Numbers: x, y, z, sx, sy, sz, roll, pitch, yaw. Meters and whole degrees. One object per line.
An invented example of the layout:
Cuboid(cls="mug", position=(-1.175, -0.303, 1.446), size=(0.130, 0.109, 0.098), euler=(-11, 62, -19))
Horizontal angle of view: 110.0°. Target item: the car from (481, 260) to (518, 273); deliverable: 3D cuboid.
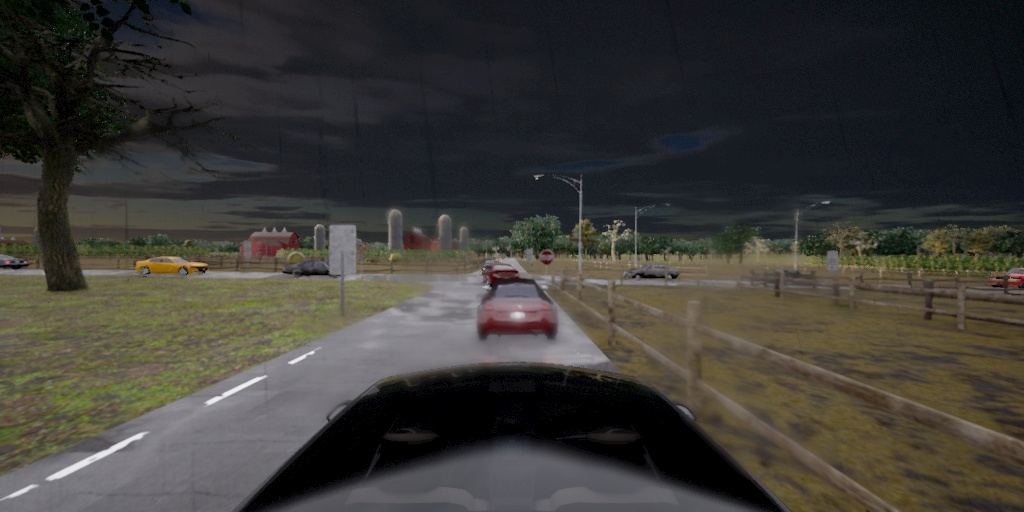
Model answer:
Cuboid(cls="car", position=(-0.914, 1.232, 24.605), size=(1.882, 1.535, 5.008), euler=(0, 0, -14))

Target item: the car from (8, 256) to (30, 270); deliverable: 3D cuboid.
Cuboid(cls="car", position=(-47.402, 0.563, 32.525), size=(5.357, 1.411, 2.033), euler=(1, 1, 0))

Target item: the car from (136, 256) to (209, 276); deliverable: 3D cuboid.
Cuboid(cls="car", position=(-28.065, 0.805, 29.734), size=(5.008, 1.535, 1.882), euler=(1, 1, -1))

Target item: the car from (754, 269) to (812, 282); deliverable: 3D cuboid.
Cuboid(cls="car", position=(24.660, 1.872, 32.996), size=(4.718, 1.301, 1.895), euler=(1, 1, 0))

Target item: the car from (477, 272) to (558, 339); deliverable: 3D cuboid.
Cuboid(cls="car", position=(0.105, 1.317, 10.128), size=(1.994, 1.385, 4.181), euler=(0, 0, -1))

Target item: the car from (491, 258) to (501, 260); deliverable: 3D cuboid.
Cuboid(cls="car", position=(-2.805, 1.250, 47.132), size=(1.837, 1.490, 4.892), euler=(0, 0, -1))

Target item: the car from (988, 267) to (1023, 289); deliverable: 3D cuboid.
Cuboid(cls="car", position=(47.675, 2.085, 33.040), size=(5.566, 2.045, 2.150), euler=(2, 1, 0))

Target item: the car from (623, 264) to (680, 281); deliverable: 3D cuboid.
Cuboid(cls="car", position=(12.753, 1.503, 32.923), size=(4.902, 1.511, 2.128), euler=(1, 1, 0))

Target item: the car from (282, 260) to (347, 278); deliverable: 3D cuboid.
Cuboid(cls="car", position=(-16.025, 1.069, 29.803), size=(5.357, 1.411, 2.033), euler=(1, 1, 0))

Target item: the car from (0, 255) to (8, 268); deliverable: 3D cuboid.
Cuboid(cls="car", position=(-45.708, 0.430, 29.673), size=(4.553, 1.767, 2.097), euler=(1, 1, 0))
